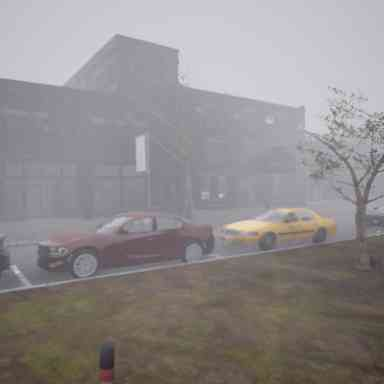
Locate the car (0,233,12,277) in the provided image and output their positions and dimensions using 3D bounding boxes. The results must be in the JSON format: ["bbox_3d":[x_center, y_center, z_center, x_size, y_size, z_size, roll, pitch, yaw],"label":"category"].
[{"bbox_3d":[-6.164,1.316,6.229,4.892,1.521,2.231,-1,0,-33],"label":"car"}]

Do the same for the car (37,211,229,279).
[{"bbox_3d":[-1.644,1.317,9.461,5.008,1.535,2.097,0,0,-33],"label":"car"}]

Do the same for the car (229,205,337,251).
[{"bbox_3d":[3.543,1.304,13.179,5.366,1.575,1.946,0,0,-33],"label":"car"}]

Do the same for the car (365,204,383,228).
[{"bbox_3d":[11.887,1.313,19.136,5.008,1.535,2.097,0,0,-33],"label":"car"}]
